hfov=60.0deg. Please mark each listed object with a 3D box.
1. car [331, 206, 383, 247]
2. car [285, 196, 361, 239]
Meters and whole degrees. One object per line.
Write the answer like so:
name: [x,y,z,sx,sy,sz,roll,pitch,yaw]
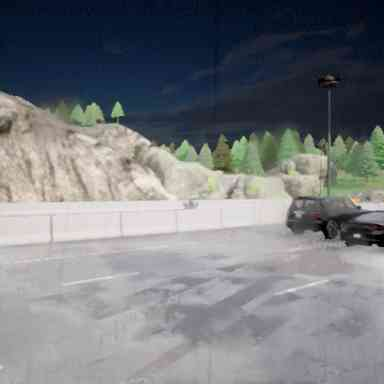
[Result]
car: [8.204,1.497,13.899,5.008,1.535,1.882,0,0,-35]
car: [7.338,1.242,17.580,5.566,2.045,2.150,0,0,-35]
